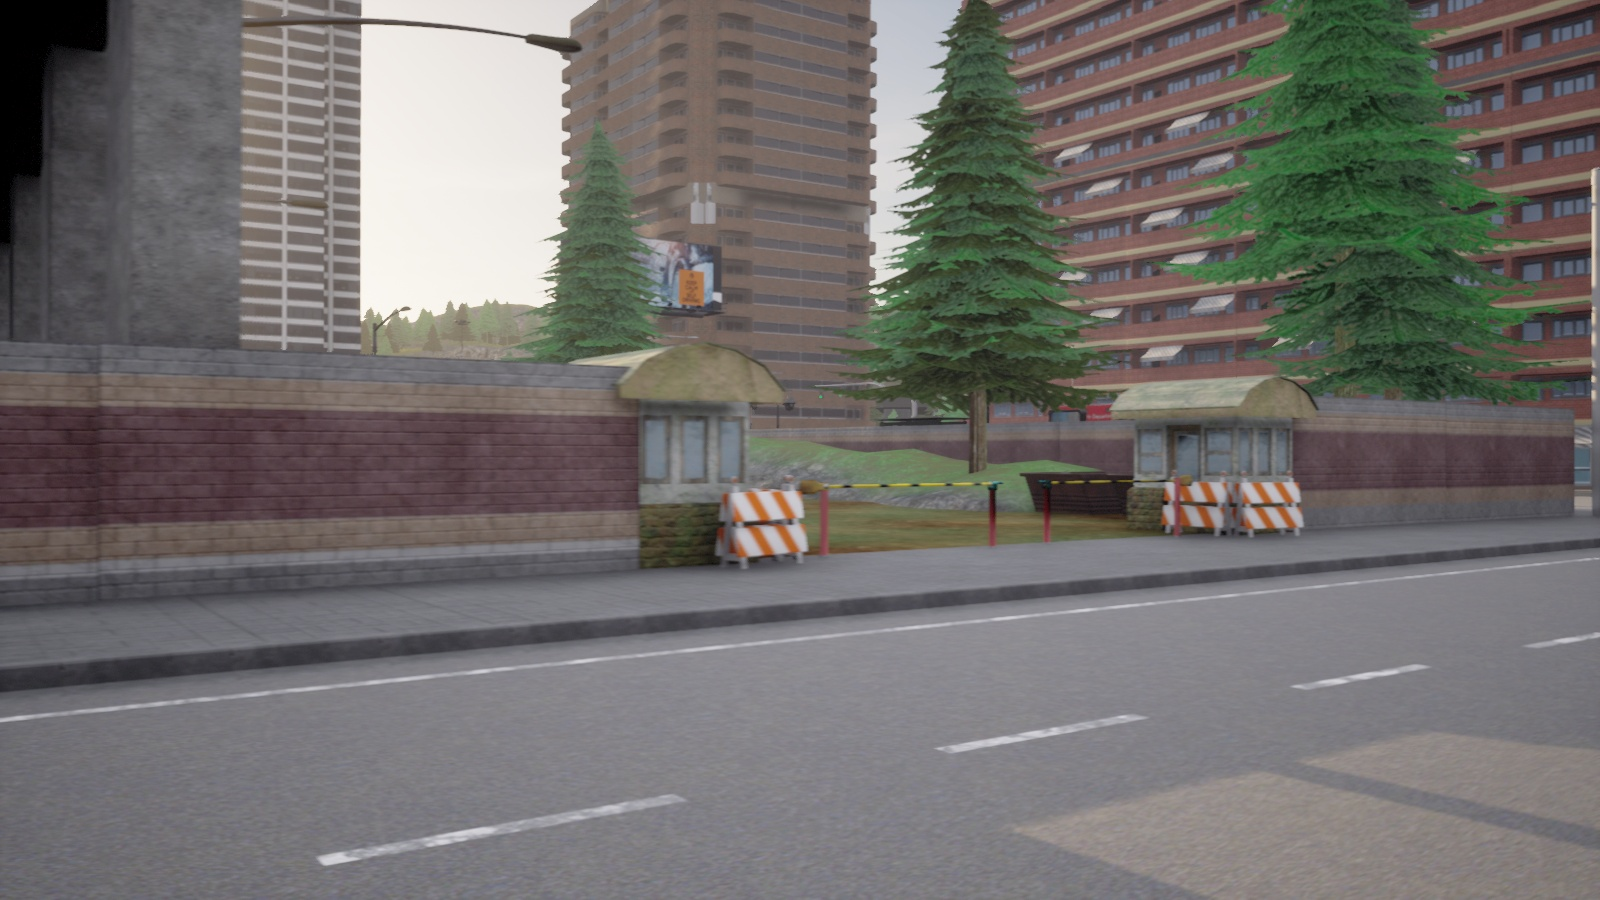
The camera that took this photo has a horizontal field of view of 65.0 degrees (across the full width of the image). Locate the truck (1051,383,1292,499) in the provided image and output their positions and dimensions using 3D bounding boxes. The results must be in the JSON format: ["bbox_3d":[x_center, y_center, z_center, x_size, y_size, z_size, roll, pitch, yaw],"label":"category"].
[{"bbox_3d":[13.255,-0.280,45.636,2.891,3.827,8.468,0,0,-34],"label":"truck"}]
